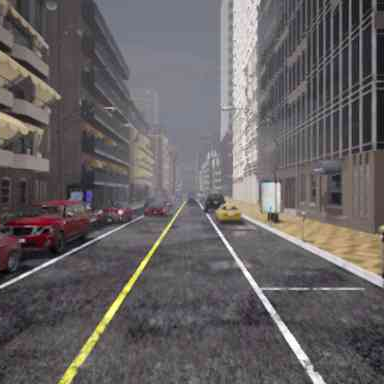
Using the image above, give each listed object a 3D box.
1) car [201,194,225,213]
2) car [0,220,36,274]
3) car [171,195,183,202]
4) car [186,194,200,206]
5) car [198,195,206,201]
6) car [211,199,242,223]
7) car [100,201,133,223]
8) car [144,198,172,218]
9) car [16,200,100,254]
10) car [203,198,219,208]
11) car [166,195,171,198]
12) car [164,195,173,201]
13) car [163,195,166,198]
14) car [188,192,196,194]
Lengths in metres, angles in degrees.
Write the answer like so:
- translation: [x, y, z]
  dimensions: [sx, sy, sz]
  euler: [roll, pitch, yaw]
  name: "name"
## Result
- translation: [2.392, 1.188, 35.734]
  dimensions: [2.150, 2.045, 5.566]
  euler: [0, 0, 0]
  name: "car"
- translation: [-5.692, 1.573, 7.951]
  dimensions: [1.802, 1.307, 4.206]
  euler: [0, 0, 0]
  name: "car"
- translation: [-3.004, 1.455, 71.285]
  dimensions: [1.812, 1.442, 4.674]
  euler: [0, 0, 0]
  name: "car"
- translation: [-0.003, 1.472, 53.597]
  dimensions: [1.812, 1.442, 4.674]
  euler: [0, 0, 0]
  name: "car"
- translation: [2.685, 1.483, 87.032]
  dimensions: [2.008, 1.369, 4.403]
  euler: [0, 0, 0]
  name: "car"
- translation: [2.688, 1.497, 25.068]
  dimensions: [1.752, 1.417, 4.829]
  euler: [0, 0, 0]
  name: "car"
- translation: [-5.692, 1.412, 24.897]
  dimensions: [1.967, 1.590, 4.097]
  euler: [0, 0, 0]
  name: "car"
- translation: [-3.100, 1.530, 29.998]
  dimensions: [1.994, 1.385, 4.181]
  euler: [0, 0, 0]
  name: "car"
- translation: [-5.693, 1.299, 13.600]
  dimensions: [2.192, 1.841, 5.009]
  euler: [0, 0, 0]
  name: "car"
- translation: [2.687, 1.516, 47.492]
  dimensions: [1.947, 1.339, 4.313]
  euler: [0, 0, 0]
  name: "car"
- translation: [-5.694, 1.376, 75.734]
  dimensions: [1.967, 1.590, 4.097]
  euler: [0, 0, 0]
  name: "car"
- translation: [-5.695, 1.516, 81.382]
  dimensions: [1.802, 1.307, 4.206]
  euler: [0, 0, 0]
  name: "car"
- translation: [-5.694, 1.472, 52.970]
  dimensions: [1.752, 1.417, 4.829]
  euler: [0, 0, 0]
  name: "car"
- translation: [-0.003, 1.013, 73.372]
  dimensions: [2.150, 2.045, 5.566]
  euler: [0, 0, 0]
  name: "car"
